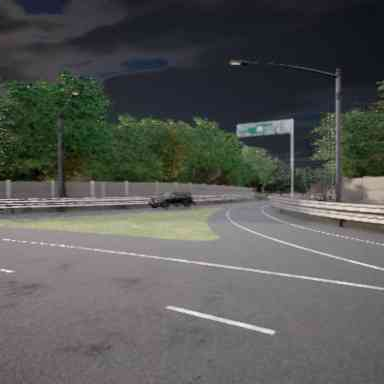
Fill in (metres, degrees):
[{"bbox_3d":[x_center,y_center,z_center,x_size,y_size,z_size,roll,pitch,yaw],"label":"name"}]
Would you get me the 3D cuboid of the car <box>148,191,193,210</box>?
[{"bbox_3d":[-2.319,0.877,37.933,5.566,2.045,2.150,0,0,-45],"label":"car"}]
